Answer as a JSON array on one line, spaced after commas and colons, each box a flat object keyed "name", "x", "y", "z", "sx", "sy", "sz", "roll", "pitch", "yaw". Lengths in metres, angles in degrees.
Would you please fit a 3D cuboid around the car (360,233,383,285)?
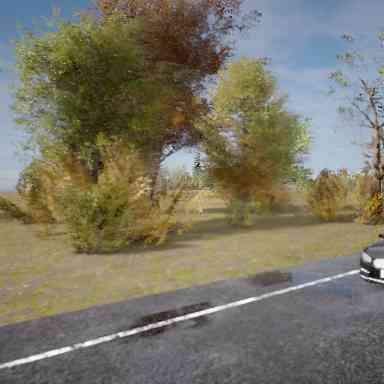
[{"name": "car", "x": 6.122, "y": 1.464, "z": 8.358, "sx": 4.902, "sy": 1.511, "sz": 2.128, "roll": 0, "pitch": 0, "yaw": -36}]
